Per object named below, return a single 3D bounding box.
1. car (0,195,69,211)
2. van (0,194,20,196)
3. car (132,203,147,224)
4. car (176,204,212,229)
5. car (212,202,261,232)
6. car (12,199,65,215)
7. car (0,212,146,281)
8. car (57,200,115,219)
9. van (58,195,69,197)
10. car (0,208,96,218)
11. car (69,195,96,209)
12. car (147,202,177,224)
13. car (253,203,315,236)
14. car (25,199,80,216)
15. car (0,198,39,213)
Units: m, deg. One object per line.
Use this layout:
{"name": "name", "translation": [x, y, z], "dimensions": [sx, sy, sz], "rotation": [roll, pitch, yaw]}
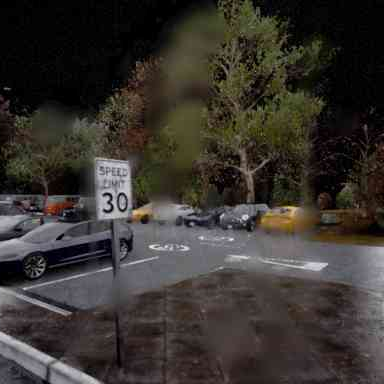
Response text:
{"name": "car", "translation": [-8.490, 1.335, 14.065], "dimensions": [2.435, 2.045, 5.566], "rotation": [0, 0, 36]}
{"name": "van", "translation": [-18.798, 1.316, 37.533], "dimensions": [1.878, 1.987, 4.442], "rotation": [0, 0, 36]}
{"name": "car", "translation": [-3.168, 1.566, 26.099], "dimensions": [1.946, 1.575, 5.366], "rotation": [0, 0, 36]}
{"name": "car", "translation": [1.408, 1.617, 22.972], "dimensions": [2.163, 1.488, 4.792], "rotation": [0, 0, 36]}
{"name": "car", "translation": [3.586, 1.471, 21.467], "dimensions": [2.185, 1.767, 4.553], "rotation": [0, 0, 36]}
{"name": "car", "translation": [-16.489, 1.563, 36.028], "dimensions": [2.163, 1.488, 4.792], "rotation": [0, 0, 36]}
{"name": "car", "translation": [-4.030, 1.635, 10.759], "dimensions": [2.163, 1.488, 4.792], "rotation": [0, 0, 36]}
{"name": "car", "translation": [-9.801, 1.571, 31.105], "dimensions": [2.163, 1.488, 4.792], "rotation": [0, 0, 36]}
{"name": "van", "translation": [-12.058, 1.308, 32.922], "dimensions": [1.878, 1.987, 4.442], "rotation": [0, 0, 36]}
{"name": "car", "translation": [-6.257, 1.596, 12.417], "dimensions": [2.097, 1.535, 5.008], "rotation": [0, 0, 36]}
{"name": "car", "translation": [-7.525, 1.299, 29.524], "dimensions": [2.435, 2.045, 5.566], "rotation": [0, 0, 36]}
{"name": "car", "translation": [-0.818, 1.619, 24.620], "dimensions": [2.002, 1.452, 4.674], "rotation": [0, 0, 36]}
{"name": "car", "translation": [5.807, 1.606, 19.811], "dimensions": [2.097, 1.535, 5.008], "rotation": [0, 0, 36]}
{"name": "car", "translation": [-14.353, 1.560, 34.478], "dimensions": [2.163, 1.488, 4.792], "rotation": [0, 0, 36]}
{"name": "car", "translation": [-20.986, 1.554, 39.261], "dimensions": [2.097, 1.535, 5.008], "rotation": [0, 0, 36]}
